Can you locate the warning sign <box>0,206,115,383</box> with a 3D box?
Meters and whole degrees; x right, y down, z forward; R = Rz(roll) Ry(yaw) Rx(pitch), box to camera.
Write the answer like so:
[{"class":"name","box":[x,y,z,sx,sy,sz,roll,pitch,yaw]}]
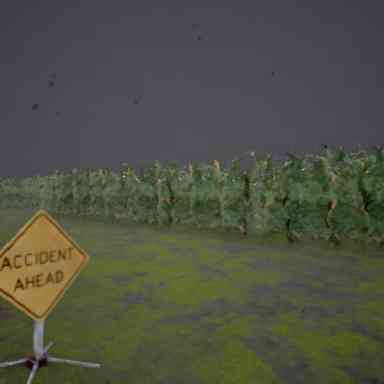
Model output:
[{"class":"warning sign","box":[-1.768,1.129,3.856,1.060,1.860,1.300,0,0,36]}]
